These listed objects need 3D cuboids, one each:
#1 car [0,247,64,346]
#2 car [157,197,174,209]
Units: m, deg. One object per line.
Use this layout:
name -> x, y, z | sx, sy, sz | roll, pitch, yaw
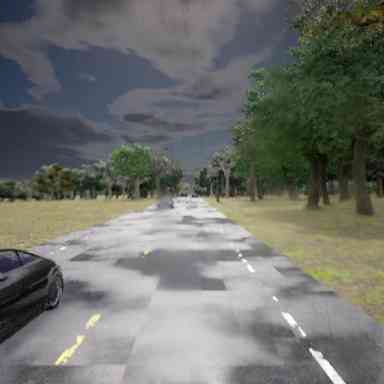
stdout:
car -> -3.599, 1.591, 5.107 | 1.994, 1.385, 4.181 | 0, 0, 0
car -> -3.580, 1.417, 46.053 | 2.097, 1.767, 4.553 | 0, 0, 0
